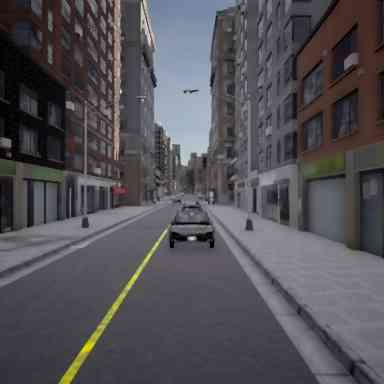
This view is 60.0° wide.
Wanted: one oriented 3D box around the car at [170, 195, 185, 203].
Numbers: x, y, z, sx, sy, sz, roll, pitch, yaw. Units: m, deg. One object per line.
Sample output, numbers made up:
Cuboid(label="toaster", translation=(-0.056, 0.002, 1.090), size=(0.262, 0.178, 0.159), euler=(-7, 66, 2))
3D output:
Cuboid(label="car", translation=(-3.001, 1.724, 68.626), size=(1.895, 1.301, 4.718), euler=(0, 0, 0))

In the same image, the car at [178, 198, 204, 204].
Cuboid(label="car", translation=(0.000, 1.520, 29.653), size=(1.837, 1.490, 4.892), euler=(0, 0, 0))

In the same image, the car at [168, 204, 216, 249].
Cuboid(label="car", translation=(0.000, 1.495, 14.651), size=(2.128, 1.511, 4.902), euler=(0, 0, 0))
